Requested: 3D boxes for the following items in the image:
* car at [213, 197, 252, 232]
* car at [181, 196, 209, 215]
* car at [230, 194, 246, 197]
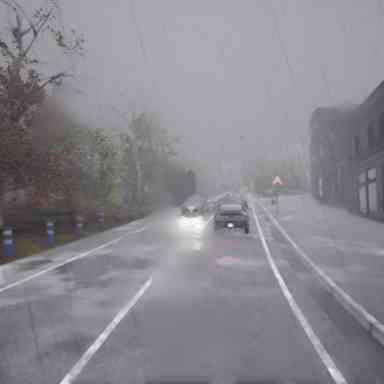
[{"bbox_3d":[2.237,1.307,18.627,1.837,1.490,4.892,0,1,9],"label":"car"},{"bbox_3d":[0.310,1.102,28.599,2.128,1.511,4.902,0,1,9],"label":"car"},{"bbox_3d":[4.997,0.951,36.222,1.994,1.385,4.181,0,1,9],"label":"car"}]
